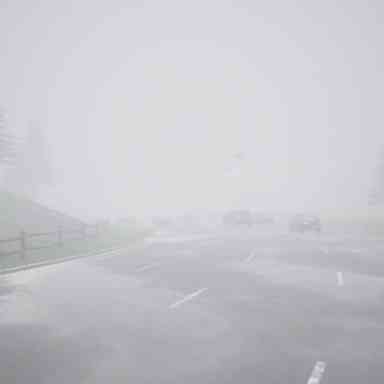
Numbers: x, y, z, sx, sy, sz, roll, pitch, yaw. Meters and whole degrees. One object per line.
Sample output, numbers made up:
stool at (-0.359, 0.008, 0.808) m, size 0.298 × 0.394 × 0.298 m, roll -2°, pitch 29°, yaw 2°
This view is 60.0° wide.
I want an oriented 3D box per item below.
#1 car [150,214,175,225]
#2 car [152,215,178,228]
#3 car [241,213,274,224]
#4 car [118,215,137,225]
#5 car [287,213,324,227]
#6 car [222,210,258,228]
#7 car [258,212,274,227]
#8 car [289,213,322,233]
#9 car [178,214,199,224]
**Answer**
car at (-4.766, 4.378, 53.335) m, size 1.882 × 1.535 × 5.008 m, roll 0°, pitch -3°, yaw -33°
car at (-3.854, 3.937, 44.334) m, size 1.812 × 1.442 × 4.674 m, roll 0°, pitch -3°, yaw -22°
car at (9.579, 3.879, 49.245) m, size 2.033 × 1.411 × 5.357 m, roll 0°, pitch -3°, yaw -24°
car at (-11.013, 4.712, 56.497) m, size 2.128 × 1.511 × 4.902 m, roll 1°, pitch -4°, yaw -34°
car at (12.763, 3.161, 37.805) m, size 1.837 × 1.490 × 4.892 m, roll -1°, pitch -4°, yaw -8°
car at (5.260, 3.137, 39.190) m, size 2.150 × 2.045 × 5.566 m, roll -1°, pitch -3°, yaw -14°
car at (8.365, 3.305, 41.383) m, size 2.097 × 1.767 × 4.553 m, roll -1°, pitch -3°, yaw -14°
car at (10.001, 2.824, 29.515) m, size 1.812 × 1.442 × 4.674 m, roll -1°, pitch -3°, yaw 0°
car at (-0.684, 4.289, 53.299) m, size 2.128 × 1.511 × 4.902 m, roll 0°, pitch -3°, yaw -32°
